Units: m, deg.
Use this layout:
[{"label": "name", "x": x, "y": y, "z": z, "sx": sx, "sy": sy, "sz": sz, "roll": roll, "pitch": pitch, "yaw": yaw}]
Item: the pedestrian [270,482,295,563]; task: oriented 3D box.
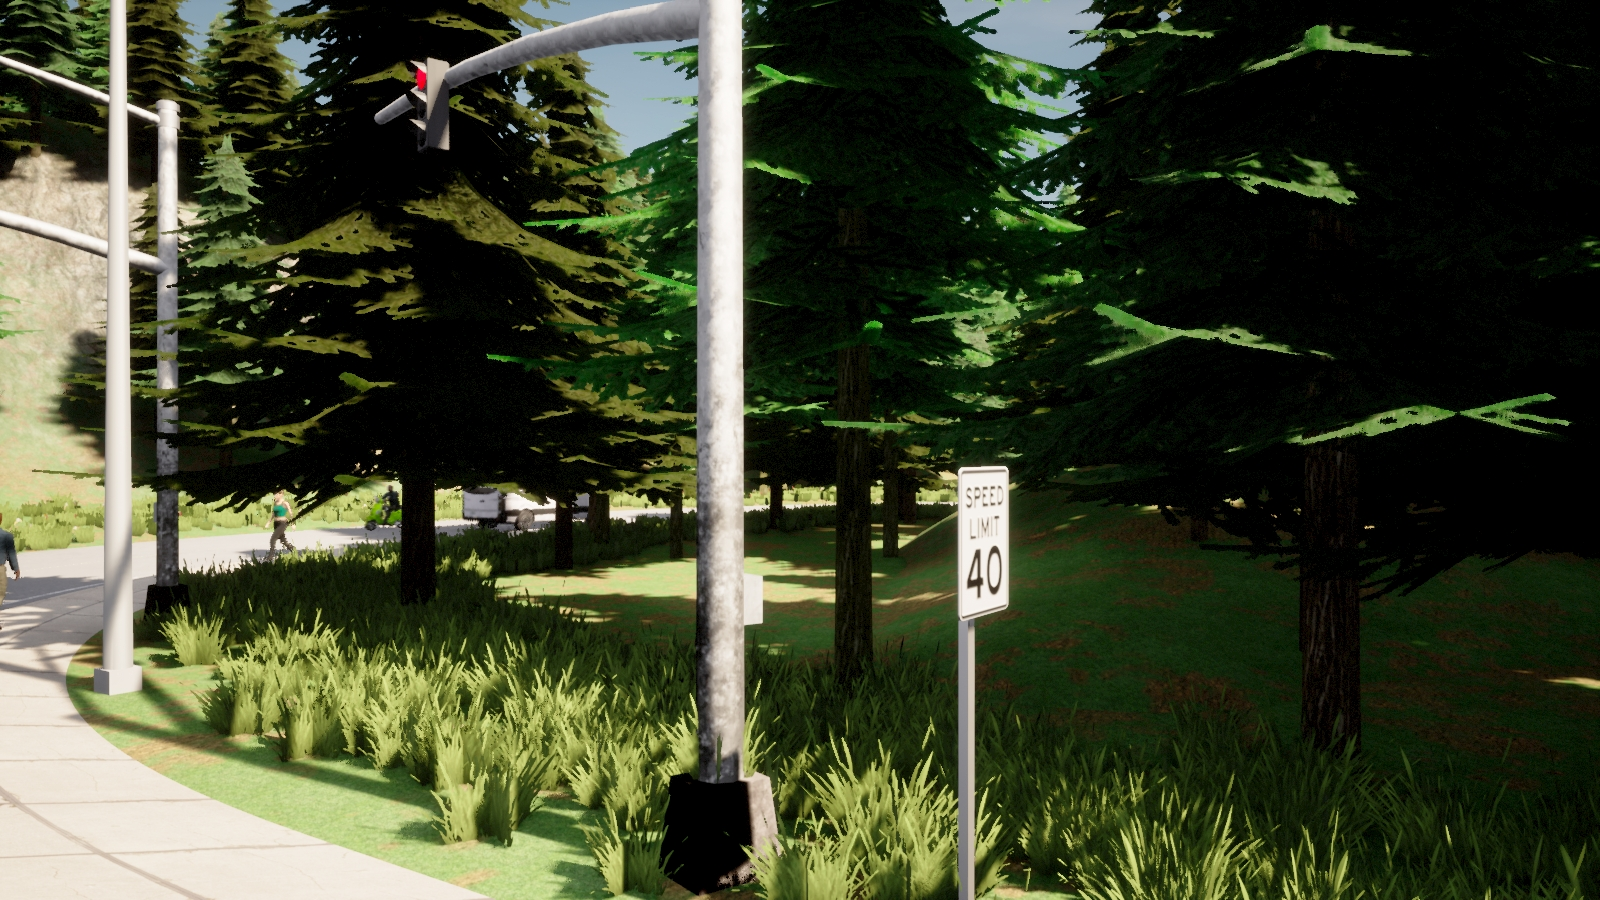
[{"label": "pedestrian", "x": -11.961, "y": 1.668, "z": 26.422, "sx": 0.375, "sy": 1.860, "sz": 0.375, "roll": 0, "pitch": 0, "yaw": 33}]

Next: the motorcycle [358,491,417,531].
[{"label": "motorcycle", "x": -14.395, "y": 2.113, "z": 39.889, "sx": 0.856, "sy": 1.316, "sz": 1.805, "roll": 0, "pitch": 0, "yaw": 31}]

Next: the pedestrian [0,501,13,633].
[{"label": "pedestrian", "x": -11.595, "y": 1.668, "z": 16.406, "sx": 0.375, "sy": 1.860, "sz": 0.375, "roll": 0, "pitch": 0, "yaw": -14}]
